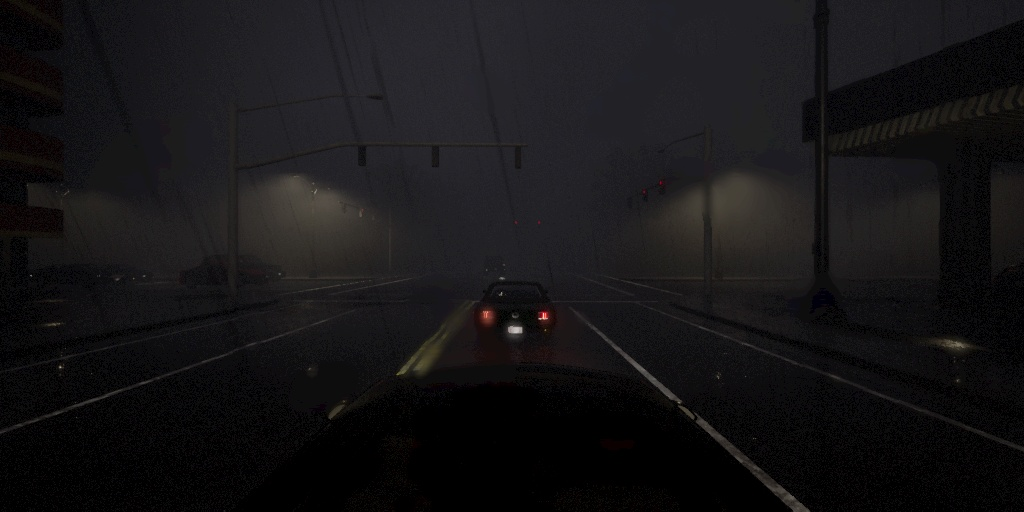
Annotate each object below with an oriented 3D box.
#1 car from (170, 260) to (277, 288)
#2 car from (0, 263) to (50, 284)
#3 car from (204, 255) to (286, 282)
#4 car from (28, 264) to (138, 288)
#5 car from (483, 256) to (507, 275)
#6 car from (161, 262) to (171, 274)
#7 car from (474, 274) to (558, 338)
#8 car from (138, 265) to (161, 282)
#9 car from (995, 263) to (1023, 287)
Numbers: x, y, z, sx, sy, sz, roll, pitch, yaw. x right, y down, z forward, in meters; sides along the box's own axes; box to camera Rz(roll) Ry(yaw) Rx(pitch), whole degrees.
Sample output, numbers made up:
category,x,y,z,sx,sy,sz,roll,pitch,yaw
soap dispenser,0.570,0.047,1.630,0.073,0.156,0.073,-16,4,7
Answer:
category,x,y,z,sx,sy,sz,roll,pitch,yaw
car,-18.322,1.228,22.927,5.008,1.535,1.882,0,0,1
car,-37.982,1.276,26.798,4.674,1.442,1.812,0,0,1
car,-19.882,0.971,26.475,5.566,2.045,2.150,0,0,1
car,-27.825,1.241,23.104,4.902,1.511,2.128,0,0,1
car,-1.982,0.973,38.493,2.150,2.045,5.566,0,0,-8
car,-35.611,1.241,38.445,4.902,1.511,2.128,0,0,1
car,0.100,1.351,10.152,1.895,1.301,4.718,0,0,0
car,-29.300,1.314,26.629,4.181,1.385,1.994,0,0,0
car,38.335,1.241,25.417,4.902,1.511,2.128,0,0,1
